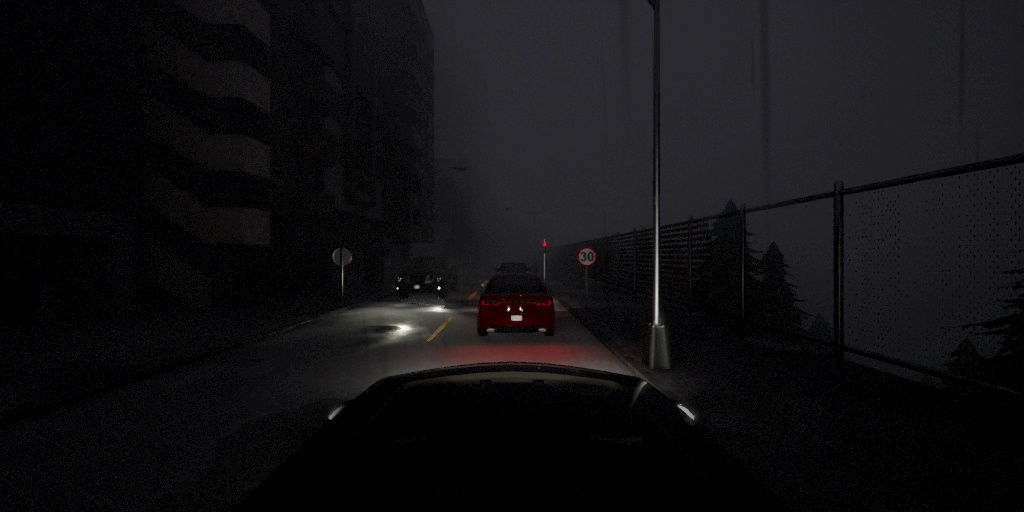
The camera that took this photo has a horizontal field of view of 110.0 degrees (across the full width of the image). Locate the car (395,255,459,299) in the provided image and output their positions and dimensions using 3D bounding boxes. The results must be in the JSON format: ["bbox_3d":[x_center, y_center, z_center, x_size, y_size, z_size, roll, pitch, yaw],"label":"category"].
[{"bbox_3d":[-4.099,0.970,18.247,2.150,2.045,5.566,0,0,0],"label":"car"}]

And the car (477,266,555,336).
[{"bbox_3d":[0.092,1.228,10.436,1.882,1.535,5.008,0,0,0],"label":"car"}]

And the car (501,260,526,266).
[{"bbox_3d":[0.086,1.102,20.806,2.097,1.767,4.553,0,0,0],"label":"car"}]
